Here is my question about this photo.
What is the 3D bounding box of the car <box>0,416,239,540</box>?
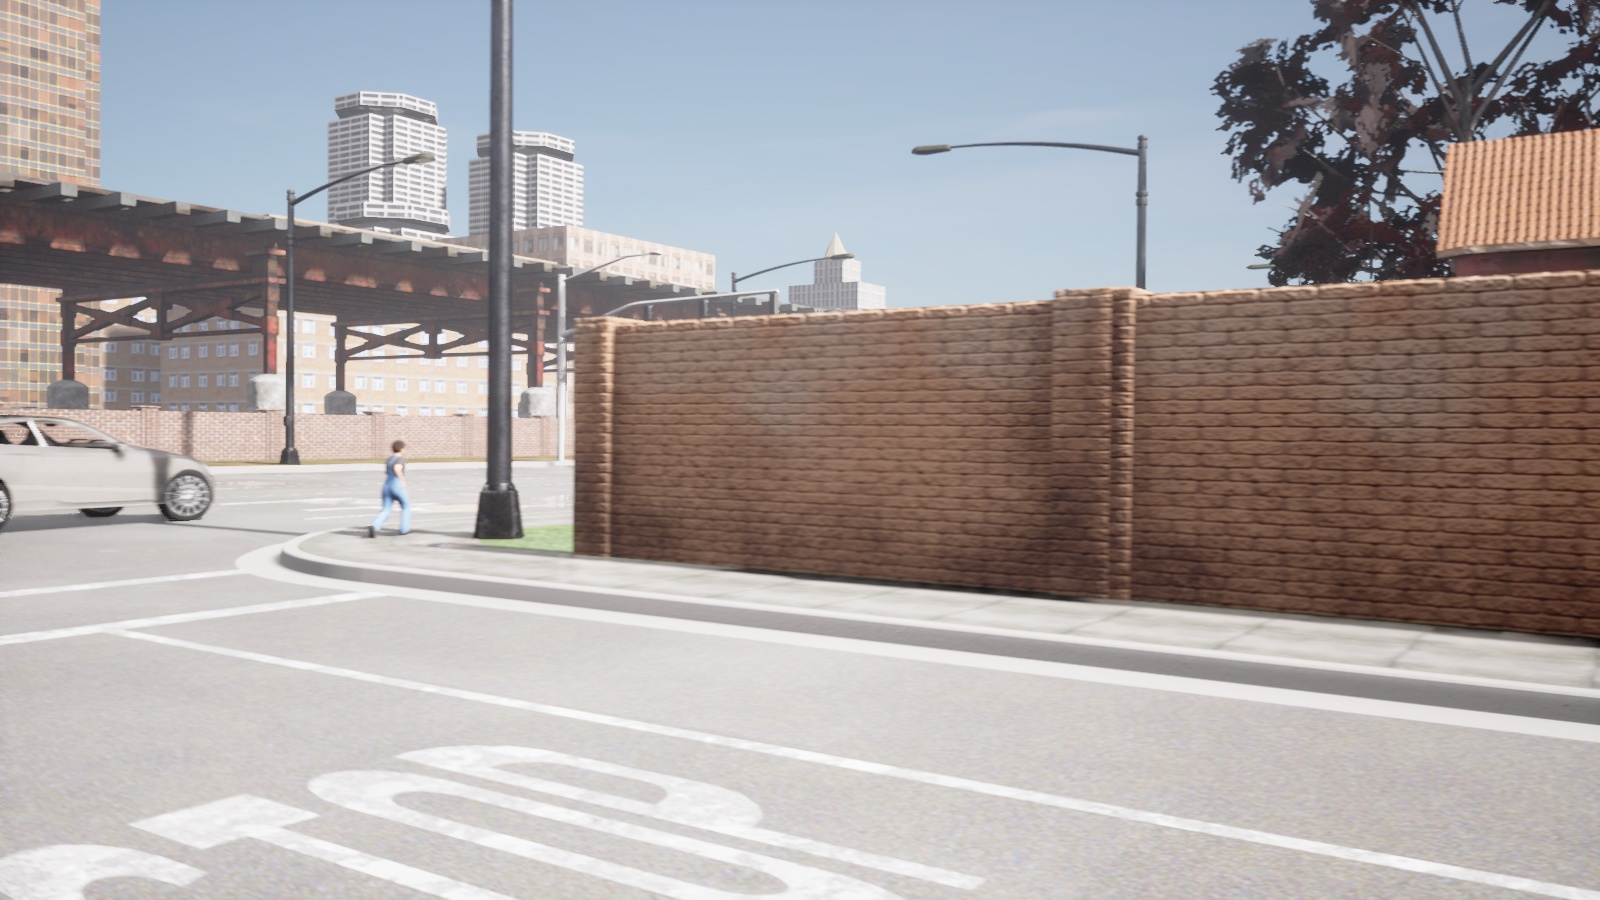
[{"bbox_3d":[-11.076,0.358,18.464,2.152,1.651,5.027,0,1,23],"label":"car"}]

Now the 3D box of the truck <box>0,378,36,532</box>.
[{"bbox_3d":[-14.939,0.122,18.922,2.627,2.467,5.204,0,1,29],"label":"truck"}]

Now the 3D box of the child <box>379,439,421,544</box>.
[{"bbox_3d":[-4.914,0.500,15.447,0.270,1.263,0.437,0,1,19],"label":"child"}]
